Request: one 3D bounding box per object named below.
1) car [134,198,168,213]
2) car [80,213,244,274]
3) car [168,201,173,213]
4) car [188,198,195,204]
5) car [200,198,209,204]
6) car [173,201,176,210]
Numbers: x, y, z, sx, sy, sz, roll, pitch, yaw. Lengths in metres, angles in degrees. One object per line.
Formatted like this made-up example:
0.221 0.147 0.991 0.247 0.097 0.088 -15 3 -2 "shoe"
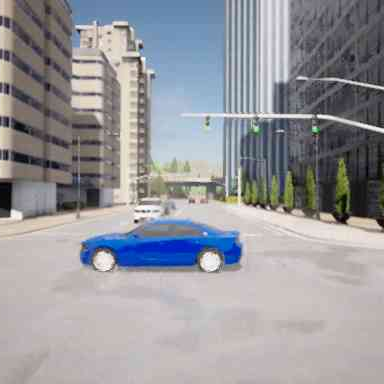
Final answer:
-3.608 1.543 28.862 2.150 2.045 5.566 0 -1 0 "car"
-0.912 1.576 10.410 5.008 1.535 1.882 0 0 0 "car"
-3.610 1.907 39.206 1.882 1.535 5.008 0 -1 0 "car"
-0.035 2.460 89.398 1.837 1.490 4.892 0 -1 0 "car"
3.465 2.529 89.815 1.994 1.385 4.181 0 -1 0 "car"
-3.569 2.098 52.997 1.812 1.442 4.674 0 0 1 "car"
